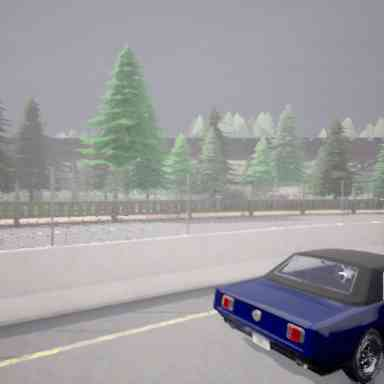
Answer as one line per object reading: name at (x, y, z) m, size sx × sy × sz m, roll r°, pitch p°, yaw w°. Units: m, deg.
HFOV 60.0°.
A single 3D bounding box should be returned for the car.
car at (2.762, 1.609, 5.381) m, size 4.718 × 1.301 × 1.895 m, roll 0°, pitch 0°, yaw -32°
